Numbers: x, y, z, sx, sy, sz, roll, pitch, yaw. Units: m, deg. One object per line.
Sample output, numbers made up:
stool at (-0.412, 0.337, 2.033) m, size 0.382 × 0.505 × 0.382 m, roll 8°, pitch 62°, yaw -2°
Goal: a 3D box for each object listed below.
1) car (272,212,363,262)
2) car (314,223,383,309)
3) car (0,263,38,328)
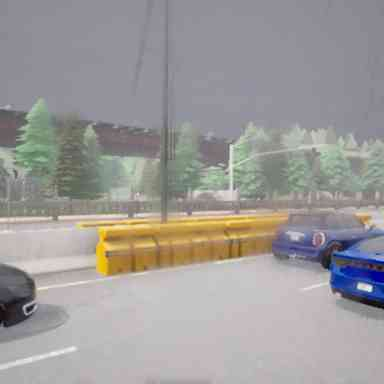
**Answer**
car at (4.925, 1.467, 11.556) m, size 4.553 × 1.767 × 2.097 m, roll 1°, pitch 0°, yaw -36°
car at (5.105, 1.568, 7.387) m, size 5.008 × 1.535 × 1.882 m, roll 1°, pitch 0°, yaw -36°
car at (-4.823, 1.491, 4.605) m, size 4.892 × 1.490 × 1.837 m, roll 0°, pitch 0°, yaw -35°
